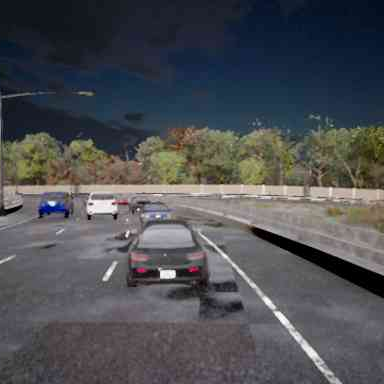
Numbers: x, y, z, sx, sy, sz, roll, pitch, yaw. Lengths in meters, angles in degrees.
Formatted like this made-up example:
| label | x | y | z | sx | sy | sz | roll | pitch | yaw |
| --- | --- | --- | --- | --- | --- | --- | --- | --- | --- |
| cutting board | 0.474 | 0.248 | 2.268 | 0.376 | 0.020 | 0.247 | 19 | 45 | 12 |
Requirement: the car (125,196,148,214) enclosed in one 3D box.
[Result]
| label | x | y | z | sx | sy | sz | roll | pitch | yaw |
| --- | --- | --- | --- | --- | --- | --- | --- | --- | --- |
| car | -4.932 | 1.176 | 31.277 | 1.837 | 1.490 | 4.892 | 0 | 1 | -16 |

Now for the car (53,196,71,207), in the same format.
| label | x | y | z | sx | sy | sz | roll | pitch | yaw |
| --- | --- | --- | --- | --- | --- | --- | --- | --- | --- |
| car | -16.908 | 1.195 | 43.212 | 1.895 | 1.301 | 4.718 | -1 | 1 | -24 |

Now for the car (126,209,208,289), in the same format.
| label | x | y | z | sx | sy | sz | roll | pitch | yaw |
| --- | --- | --- | --- | --- | --- | --- | --- | --- | --- |
| car | -0.671 | 1.429 | 8.861 | 1.812 | 1.442 | 4.674 | 0 | 1 | -5 |

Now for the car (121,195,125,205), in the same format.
| label | x | y | z | sx | sy | sz | roll | pitch | yaw |
| --- | --- | --- | --- | --- | --- | --- | --- | --- | --- |
| car | -9.926 | 1.105 | 44.694 | 1.994 | 1.385 | 4.181 | -1 | 1 | -23 |

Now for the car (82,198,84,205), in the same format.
| label | x | y | z | sx | sy | sz | roll | pitch | yaw |
| --- | --- | --- | --- | --- | --- | --- | --- | --- | --- |
| car | -13.475 | 1.113 | 44.160 | 2.033 | 1.411 | 5.357 | -1 | 1 | -24 |

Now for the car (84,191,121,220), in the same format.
| label | x | y | z | sx | sy | sz | roll | pitch | yaw |
| --- | --- | --- | --- | --- | --- | --- | --- | --- | --- |
| car | -6.978 | 0.965 | 25.827 | 2.150 | 2.045 | 5.566 | 0 | 1 | -16 |

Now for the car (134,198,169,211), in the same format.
| label | x | y | z | sx | sy | sz | roll | pitch | yaw |
| --- | --- | --- | --- | --- | --- | --- | --- | --- | --- |
| car | -2.264 | 1.330 | 20.199 | 2.033 | 1.411 | 5.357 | 0 | 1 | -11 |

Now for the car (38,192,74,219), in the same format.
| label | x | y | z | sx | sy | sz | roll | pitch | yaw |
| --- | --- | --- | --- | --- | --- | --- | --- | --- | --- |
| car | -10.901 | 0.973 | 26.931 | 2.150 | 2.045 | 5.566 | 0 | 1 | -15 |
